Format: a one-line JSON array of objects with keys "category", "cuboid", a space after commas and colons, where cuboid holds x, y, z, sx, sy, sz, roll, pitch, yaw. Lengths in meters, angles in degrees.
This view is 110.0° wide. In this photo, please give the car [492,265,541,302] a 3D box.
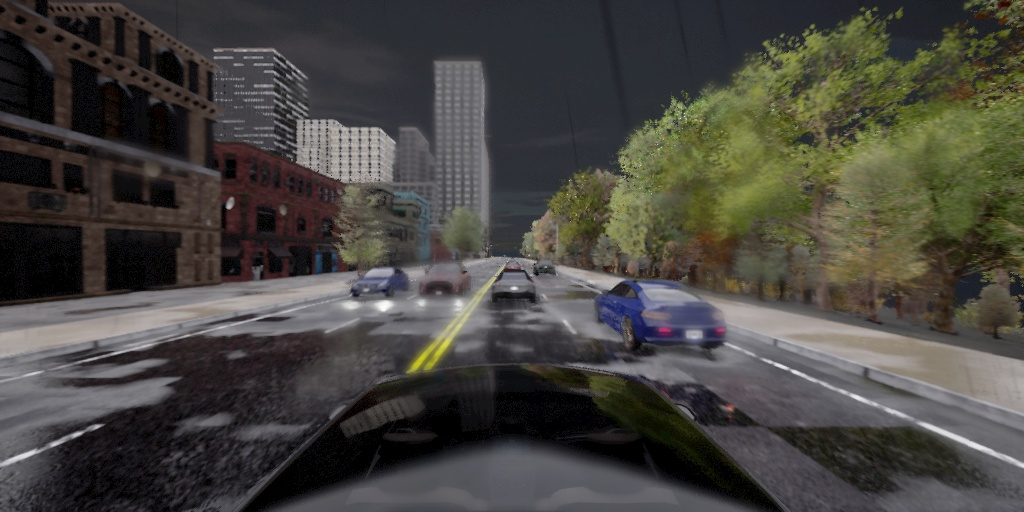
[{"category": "car", "cuboid": [0.098, 1.321, 17.023, 1.994, 1.385, 4.181, 0, 0, 0]}]

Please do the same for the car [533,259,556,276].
[{"category": "car", "cuboid": [3.342, 1.114, 37.682, 2.097, 1.767, 4.553, 0, 0, 0]}]

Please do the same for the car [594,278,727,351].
[{"category": "car", "cuboid": [3.349, 1.279, 8.887, 1.812, 1.442, 4.674, 0, 0, 0]}]

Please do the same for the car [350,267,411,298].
[{"category": "car", "cuboid": [-6.599, 1.283, 18.550, 1.812, 1.442, 4.674, 0, 0, 0]}]

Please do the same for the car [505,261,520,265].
[{"category": "car", "cuboid": [0.091, 1.327, 45.091, 1.994, 1.385, 4.181, 0, 0, 0]}]

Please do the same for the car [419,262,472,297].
[{"category": "car", "cuboid": [-3.349, 1.109, 18.684, 2.097, 1.767, 4.553, 0, 0, 0]}]
